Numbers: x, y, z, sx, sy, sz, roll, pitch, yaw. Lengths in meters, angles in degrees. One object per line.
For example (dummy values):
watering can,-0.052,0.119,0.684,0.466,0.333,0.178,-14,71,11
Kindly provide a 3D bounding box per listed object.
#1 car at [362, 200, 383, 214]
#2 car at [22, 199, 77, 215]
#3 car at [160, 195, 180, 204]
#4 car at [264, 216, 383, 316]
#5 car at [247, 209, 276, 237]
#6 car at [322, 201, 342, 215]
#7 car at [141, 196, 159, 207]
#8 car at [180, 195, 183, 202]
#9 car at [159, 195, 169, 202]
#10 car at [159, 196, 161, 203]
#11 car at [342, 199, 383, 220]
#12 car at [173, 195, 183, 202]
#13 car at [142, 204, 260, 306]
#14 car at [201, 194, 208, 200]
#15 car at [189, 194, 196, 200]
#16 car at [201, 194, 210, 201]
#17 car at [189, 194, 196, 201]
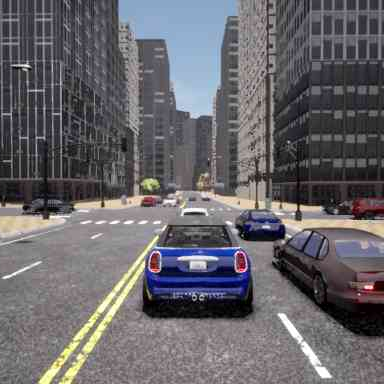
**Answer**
car,21.869,1.643,37.084,4.829,1.417,1.752,1,0,1
car,-13.690,1.383,32.106,4.902,1.511,2.128,1,1,-1
car,-3.262,1.490,49.802,1.812,1.442,4.674,0,0,0
car,3.362,1.544,7.817,2.033,1.411,5.357,0,0,0
car,3.376,1.555,17.057,1.994,1.385,4.181,0,0,0
car,16.064,1.613,34.604,4.892,1.490,1.837,0,1,0
car,-6.510,1.441,50.051,1.882,1.535,5.008,0,0,0
car,-3.220,1.497,61.122,2.033,1.411,5.357,0,0,0
car,-6.378,1.408,76.950,1.882,1.535,5.008,0,0,0
car,-6.461,1.496,61.954,2.033,1.411,5.357,0,0,1
car,16.247,1.519,28.807,5.009,1.841,2.192,1,0,1
car,-3.130,1.410,75.445,1.882,1.535,5.008,0,0,0
car,0.113,1.348,8.158,2.097,1.767,4.553,0,0,0
car,3.395,1.266,90.034,1.812,1.442,4.674,0,0,0
car,0.145,1.266,90.040,1.812,1.442,4.674,0,0,0
car,3.379,1.513,80.062,1.895,1.301,4.718,0,0,0
car,0.128,1.457,79.623,2.033,1.411,5.357,0,0,0
